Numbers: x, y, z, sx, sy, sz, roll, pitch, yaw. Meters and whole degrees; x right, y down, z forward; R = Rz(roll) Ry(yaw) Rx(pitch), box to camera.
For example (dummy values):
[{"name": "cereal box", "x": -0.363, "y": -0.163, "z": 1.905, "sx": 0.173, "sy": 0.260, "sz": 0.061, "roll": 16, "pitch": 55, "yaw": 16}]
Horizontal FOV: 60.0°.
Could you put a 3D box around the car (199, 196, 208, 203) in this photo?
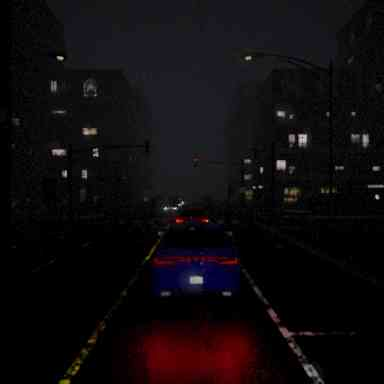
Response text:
[{"name": "car", "x": 2.570, "y": 1.667, "z": 74.605, "sx": 1.802, "sy": 1.307, "sz": 4.206, "roll": 0, "pitch": 0, "yaw": 0}]

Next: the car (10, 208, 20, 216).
[{"name": "car", "x": -19.298, "y": 1.849, "z": 32.087, "sx": 4.902, "sy": 1.511, "sz": 2.128, "roll": -1, "pitch": 0, "yaw": -1}]

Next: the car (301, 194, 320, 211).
[{"name": "car", "x": 14.721, "y": 1.229, "z": 35.640, "sx": 4.892, "sy": 1.490, "sz": 1.837, "roll": -2, "pitch": 0, "yaw": -1}]

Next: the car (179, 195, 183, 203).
[{"name": "car", "x": -3.138, "y": 1.424, "z": 66.218, "sx": 2.097, "sy": 1.767, "sz": 4.553, "roll": 0, "pitch": 0, "yaw": 0}]

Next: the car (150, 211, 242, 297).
[{"name": "car", "x": 0.089, "y": 1.484, "z": 8.634, "sx": 1.882, "sy": 1.535, "sz": 5.008, "roll": 0, "pitch": 0, "yaw": 0}]

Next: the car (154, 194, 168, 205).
[{"name": "car", "x": -5.793, "y": 1.383, "z": 63.225, "sx": 2.192, "sy": 1.841, "sz": 5.009, "roll": 0, "pitch": 0, "yaw": 0}]

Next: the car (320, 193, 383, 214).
[{"name": "car", "x": 14.646, "y": 1.051, "z": 29.831, "sx": 5.009, "sy": 1.841, "sz": 2.192, "roll": -1, "pitch": 1, "yaw": -1}]

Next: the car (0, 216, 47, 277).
[{"name": "car", "x": -5.756, "y": 1.589, "z": 9.836, "sx": 1.802, "sy": 1.307, "sz": 4.206, "roll": 0, "pitch": 0, "yaw": 0}]

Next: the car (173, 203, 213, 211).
[{"name": "car", "x": 0.069, "y": 1.540, "z": 17.975, "sx": 1.812, "sy": 1.442, "sz": 4.674, "roll": 0, "pitch": 0, "yaw": 1}]

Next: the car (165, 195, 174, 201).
[{"name": "car", "x": -5.829, "y": 1.543, "z": 85.955, "sx": 1.967, "sy": 1.590, "sz": 4.097, "roll": 0, "pitch": 0, "yaw": 0}]

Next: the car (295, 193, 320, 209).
[{"name": "car", "x": 14.498, "y": 1.043, "z": 38.209, "sx": 5.009, "sy": 1.841, "sz": 2.192, "roll": -1, "pitch": 1, "yaw": -1}]

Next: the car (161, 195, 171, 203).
[{"name": "car", "x": -5.811, "y": 1.525, "z": 74.590, "sx": 1.967, "sy": 1.590, "sz": 4.097, "roll": 0, "pitch": 0, "yaw": 0}]

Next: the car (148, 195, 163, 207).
[{"name": "car", "x": -5.774, "y": 1.618, "z": 51.860, "sx": 1.947, "sy": 1.339, "sz": 4.313, "roll": 0, "pitch": 0, "yaw": 0}]

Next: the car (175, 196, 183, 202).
[{"name": "car", "x": -3.132, "y": 1.629, "z": 81.855, "sx": 1.895, "sy": 1.301, "sz": 4.718, "roll": 0, "pitch": 0, "yaw": 0}]

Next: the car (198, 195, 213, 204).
[{"name": "car", "x": 2.597, "y": 1.500, "z": 57.558, "sx": 1.967, "sy": 1.590, "sz": 4.097, "roll": 0, "pitch": 0, "yaw": 0}]

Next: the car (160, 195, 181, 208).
[{"name": "car", "x": -3.170, "y": 1.598, "z": 50.250, "sx": 2.033, "sy": 1.411, "sz": 5.357, "roll": 0, "pitch": 0, "yaw": 0}]

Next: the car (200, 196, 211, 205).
[{"name": "car", "x": 2.588, "y": 1.508, "z": 63.240, "sx": 1.967, "sy": 1.590, "sz": 4.097, "roll": 0, "pitch": 0, "yaw": 0}]
